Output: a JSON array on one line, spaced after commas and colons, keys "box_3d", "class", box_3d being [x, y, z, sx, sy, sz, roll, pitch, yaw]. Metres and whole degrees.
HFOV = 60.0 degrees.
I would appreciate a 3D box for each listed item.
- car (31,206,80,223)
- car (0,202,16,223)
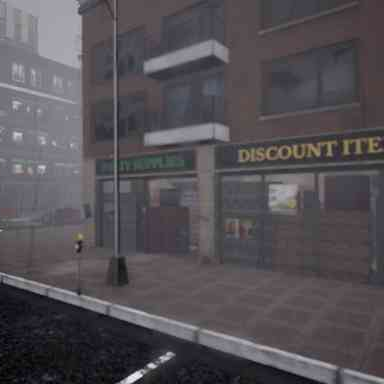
[{"box_3d": [-12.955, 2.097, 31.861, 1.812, 1.442, 4.674, -1, -1, 35], "class": "car"}, {"box_3d": [-18.113, 1.818, 29.039, 2.192, 1.841, 5.009, -2, -2, 35], "class": "car"}]
